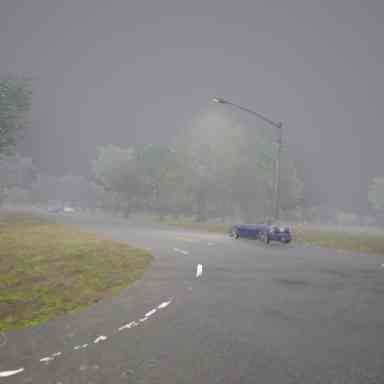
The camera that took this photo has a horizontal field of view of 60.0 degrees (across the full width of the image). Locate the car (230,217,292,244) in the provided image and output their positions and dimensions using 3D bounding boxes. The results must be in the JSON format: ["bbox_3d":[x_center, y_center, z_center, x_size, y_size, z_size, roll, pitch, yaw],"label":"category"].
[{"bbox_3d":[4.592,2.512,22.786,2.097,1.767,4.553,6,-5,-30],"label":"car"}]

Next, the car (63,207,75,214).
[{"bbox_3d":[-29.861,4.460,80.683,1.812,1.442,4.674,6,-5,-30],"label":"car"}]

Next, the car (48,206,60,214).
[{"bbox_3d":[-26.779,3.446,64.228,1.837,1.490,4.892,6,-4,-24],"label":"car"}]
